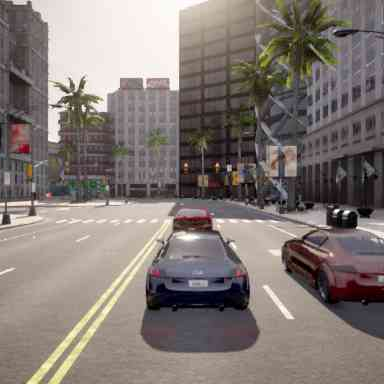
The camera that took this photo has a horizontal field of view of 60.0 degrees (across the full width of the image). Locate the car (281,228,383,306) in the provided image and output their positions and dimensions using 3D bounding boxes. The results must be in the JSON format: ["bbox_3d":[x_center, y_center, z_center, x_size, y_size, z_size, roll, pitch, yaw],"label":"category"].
[{"bbox_3d":[3.597,1.564,8.120,1.994,1.385,4.181,0,0,0],"label":"car"}]

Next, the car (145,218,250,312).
[{"bbox_3d":[0.089,1.562,7.813,1.994,1.385,4.181,0,0,-1],"label":"car"}]

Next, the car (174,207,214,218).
[{"bbox_3d":[0.090,1.478,16.799,1.882,1.535,5.008,0,0,2],"label":"car"}]
